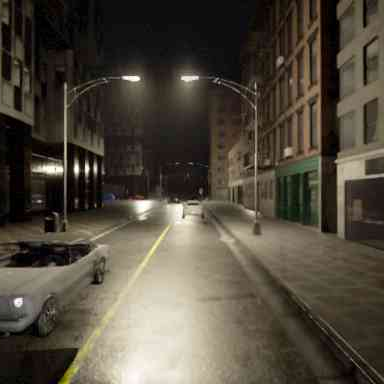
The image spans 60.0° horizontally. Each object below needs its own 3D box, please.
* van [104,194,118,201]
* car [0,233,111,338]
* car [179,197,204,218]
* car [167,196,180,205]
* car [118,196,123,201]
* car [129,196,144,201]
[{"bbox_3d":[-20.133,1.301,77.712,3.998,1.788,1.690,0,0,0],"label":"van"},{"bbox_3d":[-3.102,1.589,6.692,1.895,1.301,4.718,0,0,0],"label":"car"},{"bbox_3d":[0.096,1.480,29.108,1.812,1.442,4.674,0,0,0],"label":"car"},{"bbox_3d":[-3.022,1.422,55.894,1.837,1.490,4.892,0,0,0],"label":"car"},{"bbox_3d":[-20.133,1.587,86.237,4.313,1.339,1.947,0,0,0],"label":"car"},{"bbox_3d":[-14.485,1.563,86.232,4.206,1.307,1.802,0,0,0],"label":"car"}]
